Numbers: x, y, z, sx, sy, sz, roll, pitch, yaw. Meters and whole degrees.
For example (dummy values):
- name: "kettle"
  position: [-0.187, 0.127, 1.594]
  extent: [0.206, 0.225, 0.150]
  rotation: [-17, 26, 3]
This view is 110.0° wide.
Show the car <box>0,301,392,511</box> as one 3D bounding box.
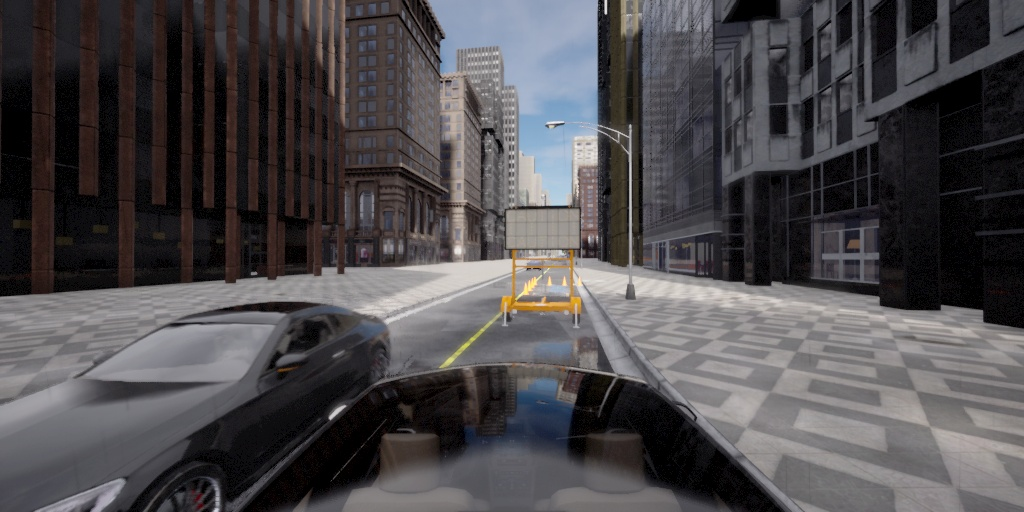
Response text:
- name: "car"
  position: [-2.823, 1.277, 3.801]
  extent: [1.812, 1.442, 4.674]
  rotation: [0, 0, 3]

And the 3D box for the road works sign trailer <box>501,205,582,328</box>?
- name: "road works sign trailer"
  position: [0.985, 0.211, 11.449]
  extent: [2.380, 3.560, 2.880]
  rotation: [0, 0, 8]

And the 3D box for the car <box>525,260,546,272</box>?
- name: "car"
  position: [2.828, 1.228, 46.169]
  extent: [2.033, 1.411, 5.357]
  rotation: [0, 0, 8]
